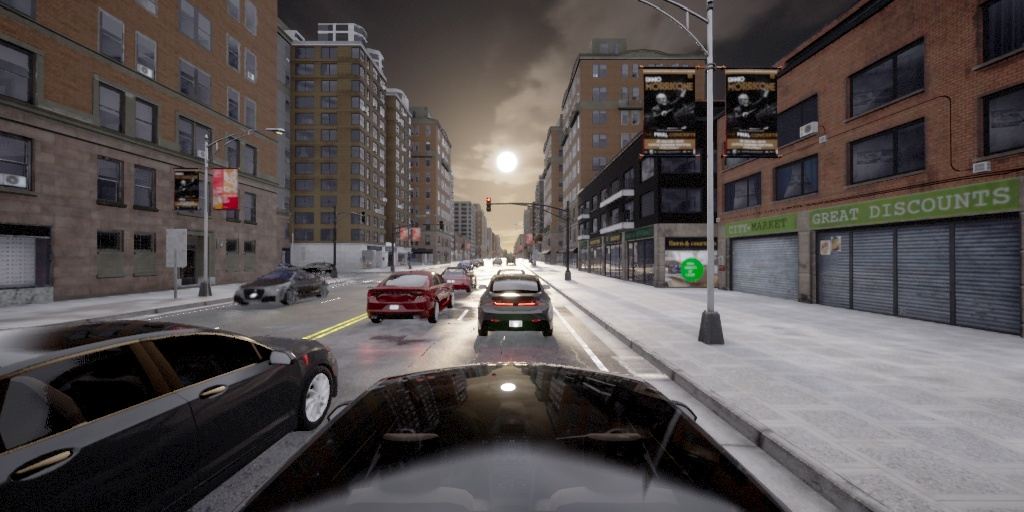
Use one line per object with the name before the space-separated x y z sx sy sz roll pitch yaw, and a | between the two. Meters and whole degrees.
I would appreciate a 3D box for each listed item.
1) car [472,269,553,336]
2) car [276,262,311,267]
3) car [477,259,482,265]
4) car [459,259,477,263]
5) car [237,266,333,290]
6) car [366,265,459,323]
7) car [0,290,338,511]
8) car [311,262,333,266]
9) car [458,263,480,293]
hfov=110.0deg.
car | 0.077 1.256 10.369 1.837 1.490 4.892 0 0 0
car | -22.725 1.316 35.264 4.181 1.385 1.994 0 0 0
car | -6.739 1.283 62.341 1.837 1.490 4.892 0 0 0
car | -6.727 1.296 52.355 1.812 1.442 4.674 0 0 2
car | -9.889 1.316 15.717 1.994 1.385 4.181 0 0 0
car | -3.179 1.229 12.123 1.882 1.535 5.008 0 0 0
car | -3.152 1.254 2.690 1.837 1.490 4.892 0 0 0
car | -22.255 1.348 40.745 4.313 1.339 1.948 0 0 0
car | -3.199 1.317 21.017 1.994 1.385 4.181 0 0 -1
